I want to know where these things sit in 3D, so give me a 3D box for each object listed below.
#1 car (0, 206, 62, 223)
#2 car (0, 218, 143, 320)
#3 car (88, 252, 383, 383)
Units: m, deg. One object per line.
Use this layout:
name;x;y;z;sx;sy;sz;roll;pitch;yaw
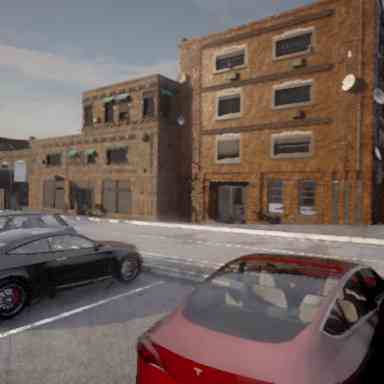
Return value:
car;-5.402;1.326;9.012;2.185;1.767;4.553;0;0;35
car;-3.153;1.500;7.373;2.002;1.452;4.674;0;0;35
car;1.404;1.507;4.176;2.163;1.488;4.792;0;0;35
